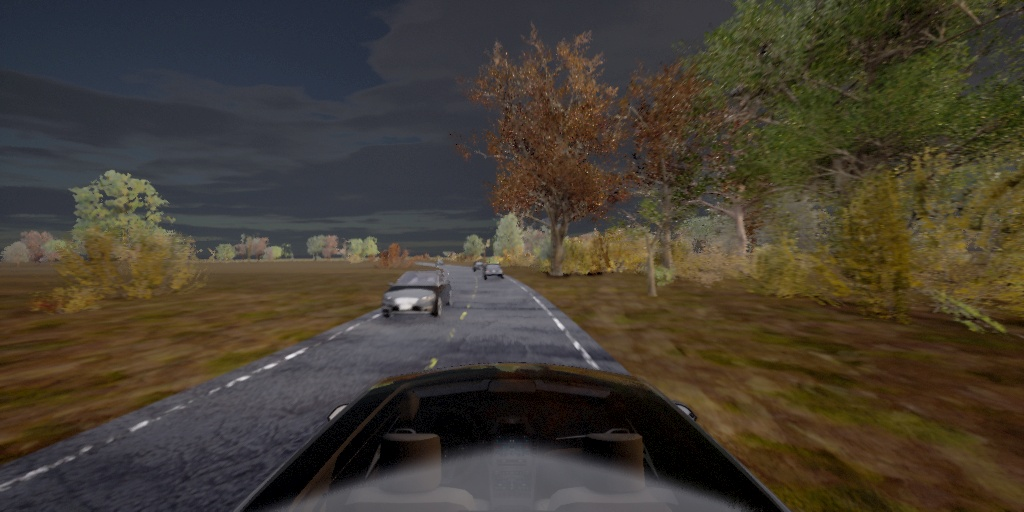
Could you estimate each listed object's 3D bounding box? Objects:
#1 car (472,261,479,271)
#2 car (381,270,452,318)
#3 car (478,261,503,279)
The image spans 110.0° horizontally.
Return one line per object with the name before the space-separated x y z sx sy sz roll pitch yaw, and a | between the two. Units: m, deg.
car | -4.883 1.497 53.282 1.812 1.442 4.674 0 0 -11
car | -3.368 1.308 13.412 2.128 1.511 4.902 0 0 -3
car | -1.882 1.426 34.474 2.033 1.411 5.357 0 0 -7
